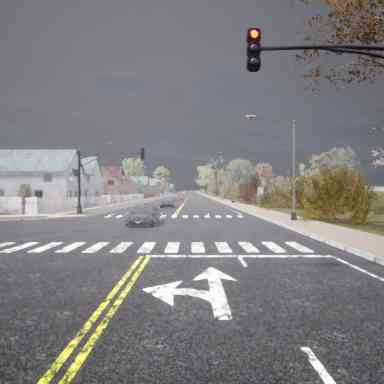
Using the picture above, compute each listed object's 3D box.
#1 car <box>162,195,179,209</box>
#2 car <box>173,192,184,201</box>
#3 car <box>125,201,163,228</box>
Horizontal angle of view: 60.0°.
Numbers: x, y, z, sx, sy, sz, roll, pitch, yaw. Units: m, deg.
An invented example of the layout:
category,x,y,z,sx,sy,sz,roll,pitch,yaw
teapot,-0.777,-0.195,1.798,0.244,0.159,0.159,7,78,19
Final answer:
category,x,y,z,sx,sy,sz,roll,pitch,yaw
car,-3.248,1.532,45.644,2.033,1.411,5.357,0,0,0
car,-3.238,1.130,80.374,2.150,2.045,5.566,0,0,0
car,-3.247,1.572,22.345,1.837,1.490,4.892,0,0,0
